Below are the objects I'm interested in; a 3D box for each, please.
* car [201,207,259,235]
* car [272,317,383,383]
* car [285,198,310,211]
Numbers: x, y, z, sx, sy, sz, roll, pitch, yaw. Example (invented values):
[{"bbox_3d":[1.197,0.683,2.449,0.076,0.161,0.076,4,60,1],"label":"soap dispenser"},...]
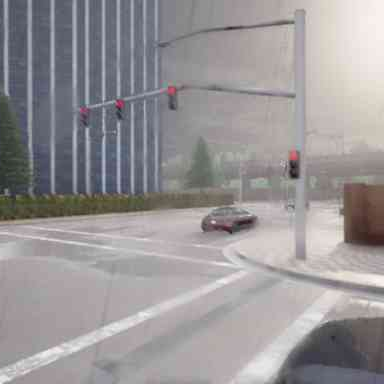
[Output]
[{"bbox_3d":[2.287,1.573,19.319,1.994,1.385,4.181,0,0,35],"label":"car"},{"bbox_3d":[2.645,1.560,2.164,4.181,1.385,1.994,0,0,38],"label":"car"},{"bbox_3d":[12.643,1.505,39.890,1.837,1.490,4.892,0,-1,36],"label":"car"}]
